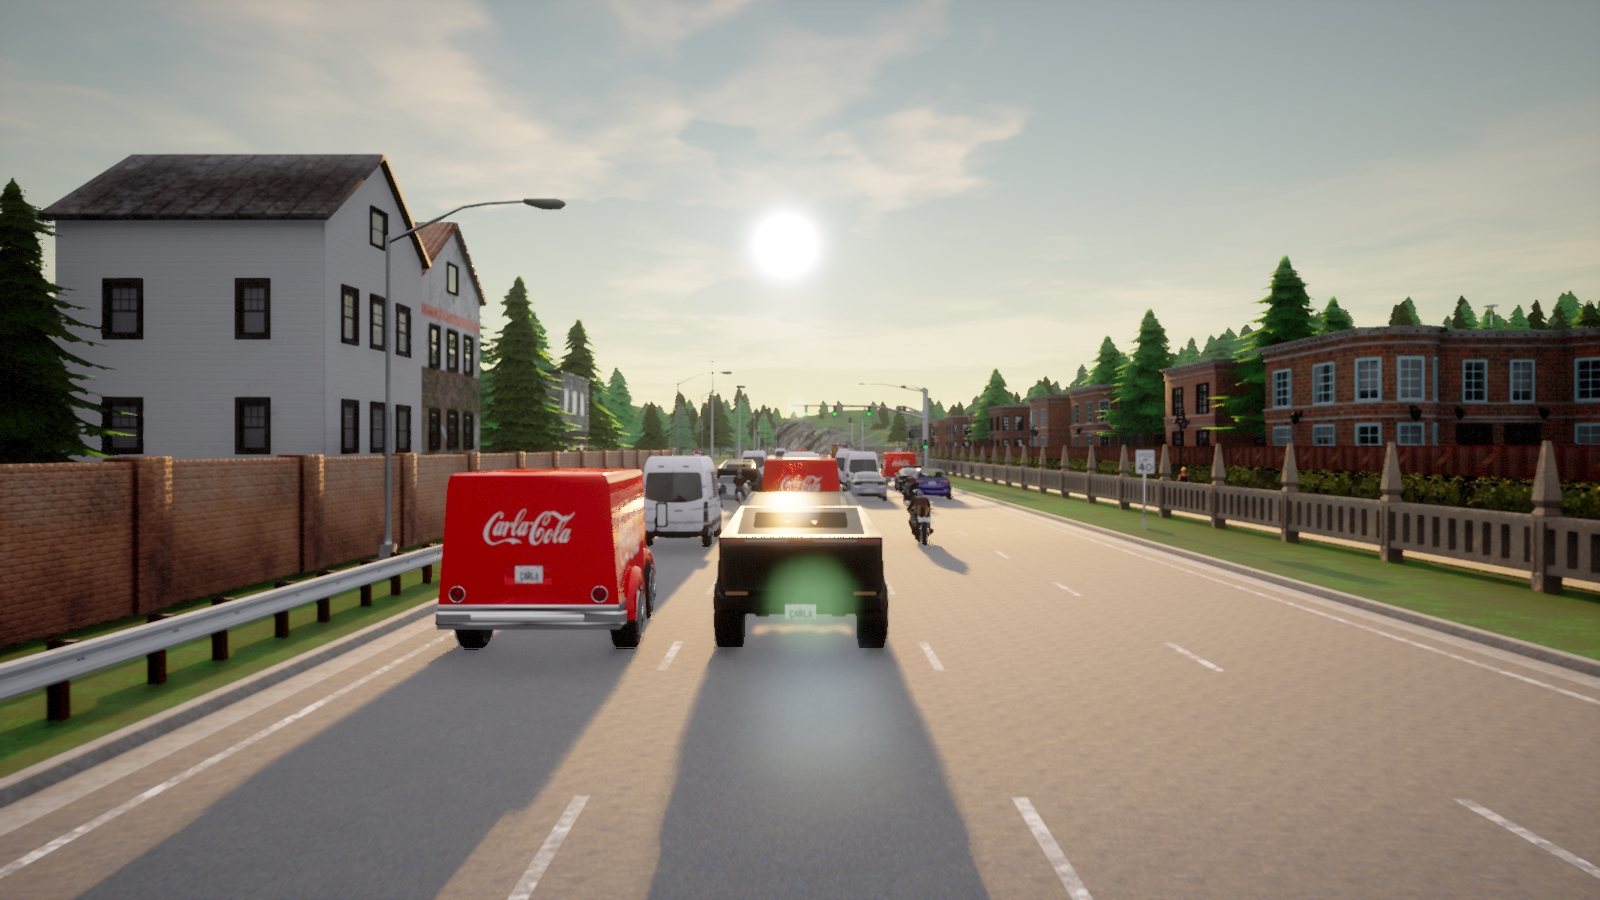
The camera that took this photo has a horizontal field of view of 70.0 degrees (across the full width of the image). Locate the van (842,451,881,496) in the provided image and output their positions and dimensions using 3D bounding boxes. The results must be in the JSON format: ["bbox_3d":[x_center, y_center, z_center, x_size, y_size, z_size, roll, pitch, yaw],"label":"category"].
[{"bbox_3d":[3.612,1.366,68.553,1.988,2.561,5.915,0,0,0],"label":"van"}]

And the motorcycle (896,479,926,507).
[{"bbox_3d":[5.351,2.068,55.262,0.867,1.251,2.209,0,0,-10],"label":"motorcycle"}]

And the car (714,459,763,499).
[{"bbox_3d":[-3.432,1.593,64.970,2.390,2.098,6.274,0,0,0],"label":"car"}]

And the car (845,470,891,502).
[{"bbox_3d":[3.565,1.884,60.793,2.097,1.535,5.006,0,0,0],"label":"car"}]

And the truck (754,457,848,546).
[{"bbox_3d":[0.033,1.469,34.514,2.627,2.467,5.204,0,-1,0],"label":"truck"}]

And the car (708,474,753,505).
[{"bbox_3d":[-3.495,1.976,57.831,1.994,1.385,4.181,0,0,0],"label":"car"}]

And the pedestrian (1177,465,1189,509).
[{"bbox_3d":[16.454,1.580,49.099,0.375,1.860,0.375,0,0,0],"label":"pedestrian"}]

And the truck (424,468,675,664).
[{"bbox_3d":[-3.481,1.513,17.165,2.627,2.467,5.204,0,-1,0],"label":"truck"}]

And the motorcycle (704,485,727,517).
[{"bbox_3d":[-3.453,2.070,46.781,0.803,1.199,2.033,0,0,0],"label":"motorcycle"}]

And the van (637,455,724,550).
[{"bbox_3d":[-3.471,1.448,34.224,1.988,2.561,5.915,0,0,0],"label":"van"}]

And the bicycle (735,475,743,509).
[{"bbox_3d":[-2.822,1.929,52.838,0.329,1.471,1.835,0,0,-5],"label":"bicycle"}]

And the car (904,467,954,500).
[{"bbox_3d":[7.063,1.815,63.054,2.242,1.667,4.611,0,0,0],"label":"car"}]

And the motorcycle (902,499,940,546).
[{"bbox_3d":[3.547,2.120,33.652,0.867,1.251,2.209,0,0,0],"label":"motorcycle"}]

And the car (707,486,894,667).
[{"bbox_3d":[0.012,1.707,17.713,2.390,2.098,6.274,0,0,0],"label":"car"}]

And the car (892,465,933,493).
[{"bbox_3d":[7.076,1.805,72.384,2.097,1.638,5.238,0,0,0],"label":"car"}]
